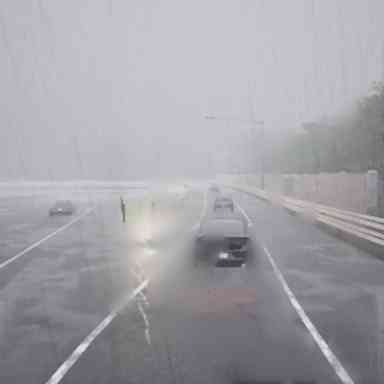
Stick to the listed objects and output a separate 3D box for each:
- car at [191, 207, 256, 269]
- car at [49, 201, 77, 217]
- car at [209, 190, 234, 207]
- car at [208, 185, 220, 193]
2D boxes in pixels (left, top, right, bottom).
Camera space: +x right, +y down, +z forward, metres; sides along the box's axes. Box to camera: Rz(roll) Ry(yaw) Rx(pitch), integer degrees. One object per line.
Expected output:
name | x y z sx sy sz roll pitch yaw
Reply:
car | 1.087 1.530 11.471 1.882 1.535 5.008 -1 1 6
car | -12.138 1.515 31.478 1.994 1.385 4.181 -1 1 -12
car | 2.993 0.927 32.055 2.128 1.511 4.902 -1 3 4
car | 3.949 -0.554 59.513 1.837 1.490 4.892 -1 4 0
